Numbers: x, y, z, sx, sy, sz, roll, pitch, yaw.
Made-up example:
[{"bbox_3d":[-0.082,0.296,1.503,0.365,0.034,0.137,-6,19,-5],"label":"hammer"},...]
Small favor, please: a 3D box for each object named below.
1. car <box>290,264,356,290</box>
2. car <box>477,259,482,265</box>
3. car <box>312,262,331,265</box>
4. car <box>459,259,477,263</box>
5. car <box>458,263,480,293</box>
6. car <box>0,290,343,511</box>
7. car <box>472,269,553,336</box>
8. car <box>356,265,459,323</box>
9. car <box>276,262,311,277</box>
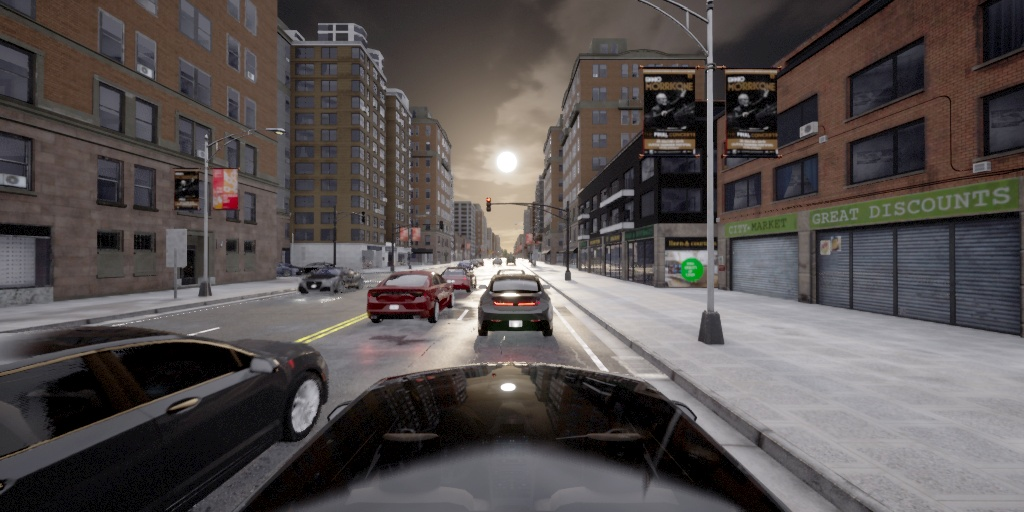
[{"bbox_3d":[-9.904,1.317,19.906,1.994,1.385,4.181,0,0,0],"label":"car"},{"bbox_3d":[-6.739,1.283,62.341,1.837,1.490,4.892,0,0,0],"label":"car"},{"bbox_3d":[-22.255,1.348,40.745,4.313,1.339,1.948,0,0,0],"label":"car"},{"bbox_3d":[-6.727,1.296,52.355,1.812,1.442,4.674,0,0,2],"label":"car"},{"bbox_3d":[-3.199,1.317,21.017,1.994,1.385,4.181,0,0,-1],"label":"car"},{"bbox_3d":[-3.151,1.256,2.441,1.837,1.490,4.892,0,0,0],"label":"car"},{"bbox_3d":[0.077,1.256,10.369,1.837,1.490,4.892,0,0,0],"label":"car"},{"bbox_3d":[-3.179,1.229,12.123,1.882,1.535,5.008,0,0,0],"label":"car"},{"bbox_3d":[-22.725,1.316,35.264,4.181,1.385,1.994,0,0,0],"label":"car"}]
